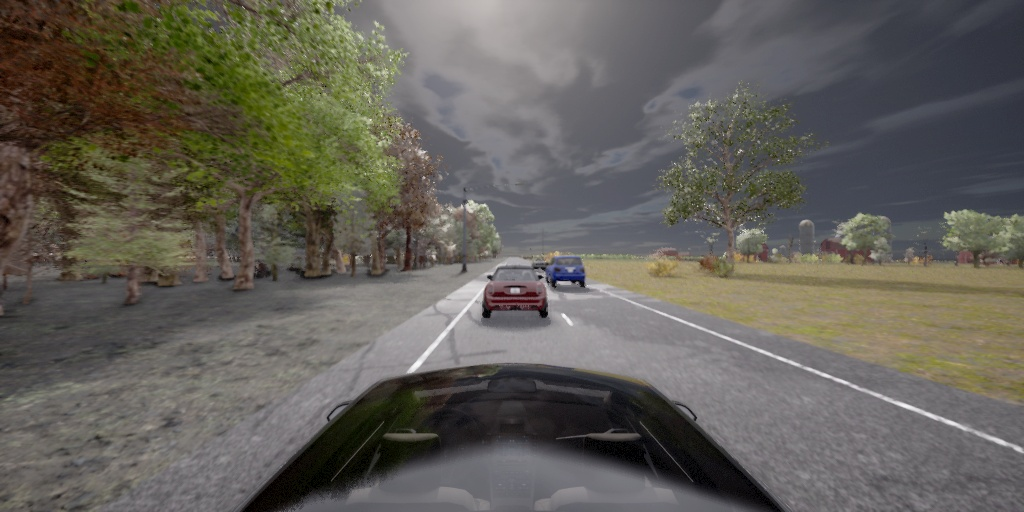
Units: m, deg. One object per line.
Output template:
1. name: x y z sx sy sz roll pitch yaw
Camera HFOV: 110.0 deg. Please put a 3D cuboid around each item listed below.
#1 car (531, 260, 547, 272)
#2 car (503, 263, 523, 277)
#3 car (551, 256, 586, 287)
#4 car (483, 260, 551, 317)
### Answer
1. car: 3.603 1.314 49.072 1.837 1.490 4.892 0 0 0
2. car: 0.101 1.400 37.348 1.895 1.301 4.718 0 0 0
3. car: 3.590 1.007 24.643 2.150 2.045 5.566 0 0 0
4. car: 0.102 1.119 13.457 2.097 1.767 4.553 0 0 0
